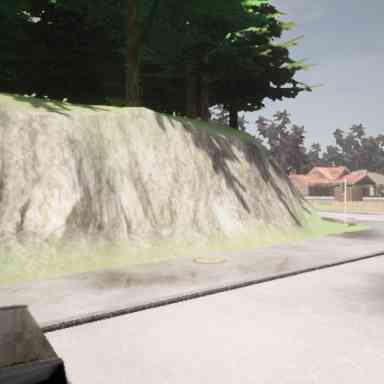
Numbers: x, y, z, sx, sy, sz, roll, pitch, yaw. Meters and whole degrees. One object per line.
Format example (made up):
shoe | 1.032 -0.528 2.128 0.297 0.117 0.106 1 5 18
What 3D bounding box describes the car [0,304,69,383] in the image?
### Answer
car | -3.446 1.601 2.139 4.718 1.301 1.895 0 0 -36
